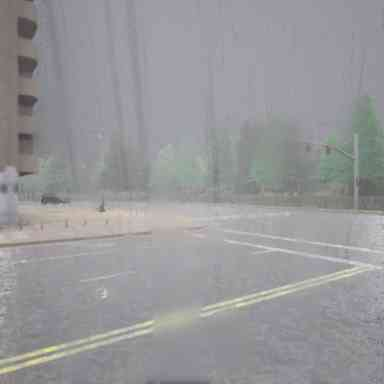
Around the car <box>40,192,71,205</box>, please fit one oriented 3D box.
[{"bbox_3d":[-22.962,1.091,55.942,5.566,2.045,2.150,1,0,28],"label":"car"}]
